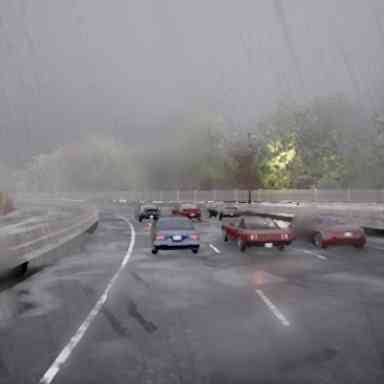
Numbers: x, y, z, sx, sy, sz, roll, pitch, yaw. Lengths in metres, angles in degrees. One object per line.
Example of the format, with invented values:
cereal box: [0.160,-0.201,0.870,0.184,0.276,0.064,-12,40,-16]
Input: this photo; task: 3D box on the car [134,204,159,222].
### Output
car: [-3.939,1.790,29.437,1.837,1.490,4.892,0,0,-16]

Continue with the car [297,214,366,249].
car: [6.054,1.706,15.440,1.994,1.385,4.181,0,0,-8]

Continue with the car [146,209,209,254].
car: [-0.838,1.683,14.208,2.033,1.411,5.357,0,-1,-7]

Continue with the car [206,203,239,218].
car: [2.809,1.786,31.295,2.128,1.511,4.902,0,0,-16]

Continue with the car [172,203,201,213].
car: [-0.617,1.767,30.540,1.882,1.535,5.008,0,0,-16]

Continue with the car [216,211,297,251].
car: [2.618,1.739,14.768,1.895,1.301,4.718,0,-1,-7]
